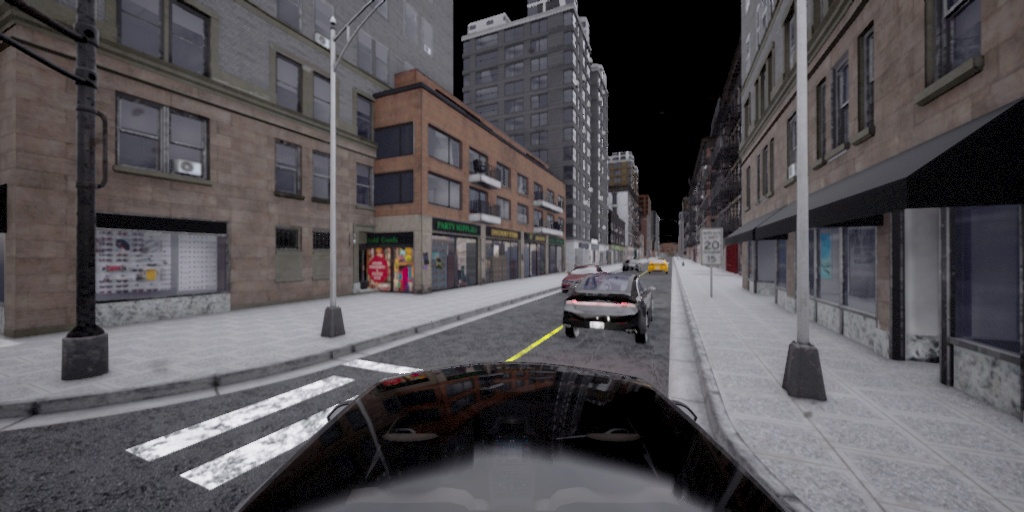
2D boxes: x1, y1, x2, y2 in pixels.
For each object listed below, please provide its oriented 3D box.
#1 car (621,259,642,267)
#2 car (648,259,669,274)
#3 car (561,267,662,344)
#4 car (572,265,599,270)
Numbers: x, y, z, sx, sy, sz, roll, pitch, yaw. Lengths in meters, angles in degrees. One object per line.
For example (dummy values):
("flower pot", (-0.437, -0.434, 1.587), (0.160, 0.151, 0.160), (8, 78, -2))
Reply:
("car", (13.785, 1.120, 41.115), (1.837, 1.490, 4.892), (0, 0, 25))
("car", (15.912, 1.087, 38.931), (1.882, 1.535, 5.008), (0, 0, 24))
("car", (2.754, 1.216, 9.662), (2.128, 1.511, 4.902), (0, 0, 24))
("car", (4.098, 1.225, 19.646), (1.812, 1.442, 4.674), (0, 0, 24))
